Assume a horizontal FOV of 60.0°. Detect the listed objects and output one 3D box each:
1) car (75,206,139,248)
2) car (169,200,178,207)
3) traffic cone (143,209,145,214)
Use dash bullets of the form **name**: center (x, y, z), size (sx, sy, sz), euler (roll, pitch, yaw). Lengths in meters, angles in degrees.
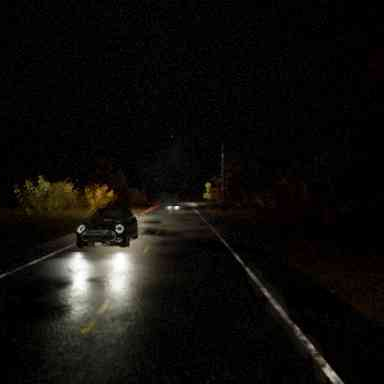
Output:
- **car**: center (-3.801, 1.519, 15.534), size (2.097, 1.767, 4.553), euler (0, -1, -1)
- **car**: center (-3.905, 2.380, 69.862), size (1.895, 1.301, 4.718), euler (0, -1, -4)
- **traffic cone**: center (-5.859, 2.396, 40.818), size (0.340, 0.580, 0.340), euler (0, -1, -2)
